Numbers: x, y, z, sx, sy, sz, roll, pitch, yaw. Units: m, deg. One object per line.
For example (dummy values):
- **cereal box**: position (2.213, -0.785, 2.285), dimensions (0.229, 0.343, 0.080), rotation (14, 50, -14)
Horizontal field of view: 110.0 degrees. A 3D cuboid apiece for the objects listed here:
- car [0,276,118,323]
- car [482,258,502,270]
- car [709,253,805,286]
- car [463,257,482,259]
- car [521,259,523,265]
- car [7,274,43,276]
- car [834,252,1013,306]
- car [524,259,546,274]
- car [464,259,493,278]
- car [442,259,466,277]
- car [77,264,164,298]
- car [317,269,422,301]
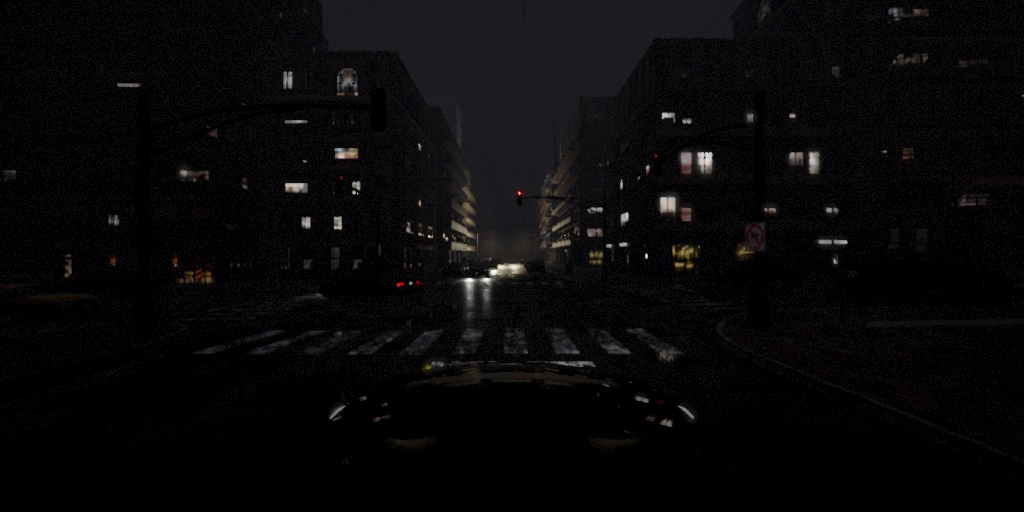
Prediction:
- **car**: position (-17.608, 1.570, 12.856), dimensions (4.829, 1.417, 1.751), rotation (0, 0, 0)
- **car**: position (-2.985, 1.186, 50.781), dimensions (2.128, 1.511, 4.902), rotation (0, 0, 0)
- **car**: position (14.616, 0.732, 21.449), dimensions (5.009, 1.841, 2.192), rotation (0, 0, 0)
- **car**: position (-5.597, 1.014, 46.521), dimensions (2.192, 1.841, 5.009), rotation (0, 0, 0)
- **car**: position (2.807, 1.272, 57.870), dimensions (1.802, 1.307, 4.207), rotation (0, 0, 0)
- **car**: position (-29.222, 1.768, 21.127), dimensions (4.507, 1.381, 1.888), rotation (0, 0, 0)
- **car**: position (14.733, 0.759, 13.069), dimensions (5.009, 1.841, 2.192), rotation (0, 0, 0)
- **car**: position (2.771, 1.144, 40.823), dimensions (1.967, 1.591, 4.097), rotation (0, 0, 0)
- **car**: position (-3.038, 1.238, 33.510), dimensions (1.812, 1.442, 4.674), rotation (0, 0, 0)
- **car**: position (-5.621, 1.276, 35.156), dimensions (1.948, 1.339, 4.313), rotation (0, 0, 0)
- **car**: position (-23.559, 1.435, 21.164), dimensions (5.009, 1.841, 2.192), rotation (0, 0, 0)
- **car**: position (-7.124, 1.378, 17.901), dimensions (5.357, 1.411, 2.033), rotation (-1, 0, 23)
